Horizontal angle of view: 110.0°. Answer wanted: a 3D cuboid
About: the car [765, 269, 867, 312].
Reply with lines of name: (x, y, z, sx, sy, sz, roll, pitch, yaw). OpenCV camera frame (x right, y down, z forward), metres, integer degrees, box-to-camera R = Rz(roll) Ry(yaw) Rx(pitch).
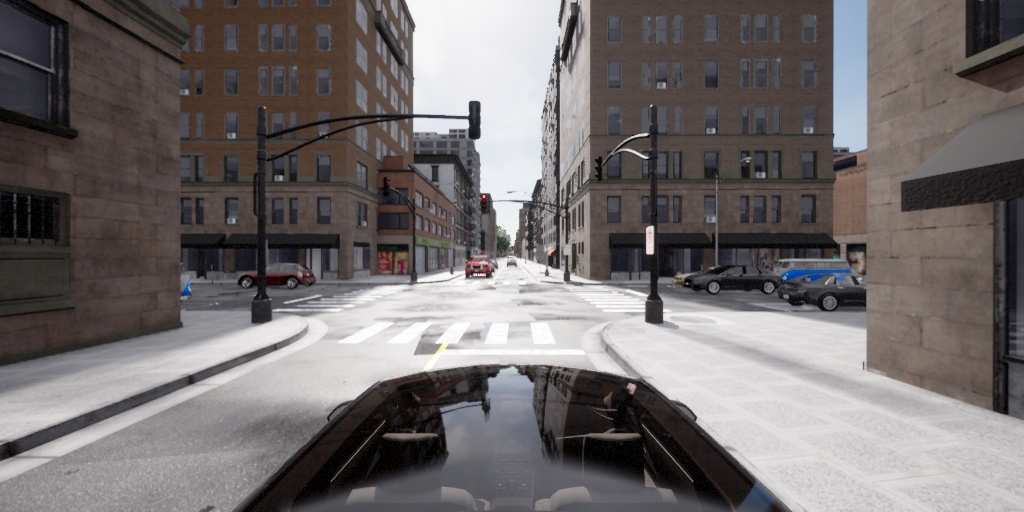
car: (12.516, 1.301, 13.490, 4.403, 1.370, 2.007, 0, 0, 1)

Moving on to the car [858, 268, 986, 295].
car: (21.955, 1.340, 19.352, 4.718, 1.301, 1.895, 0, 0, 1)

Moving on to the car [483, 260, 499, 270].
car: (-3.106, 1.272, 54.056, 1.994, 1.385, 4.181, 0, 0, 1)

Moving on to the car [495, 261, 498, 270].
car: (-3.117, 1.246, 44.062, 1.812, 1.442, 4.674, 0, 0, 0)

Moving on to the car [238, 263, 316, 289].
car: (-14.611, 1.166, 22.287, 4.097, 1.591, 1.967, 0, 0, 1)

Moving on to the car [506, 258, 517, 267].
car: (-0.026, 1.241, 63.766, 2.033, 1.411, 5.357, 0, 0, 0)

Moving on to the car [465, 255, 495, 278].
car: (-3.111, 0.952, 34.225, 2.150, 2.045, 5.566, 0, 0, 0)

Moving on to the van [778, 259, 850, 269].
van: (18.253, 1.074, 21.959, 3.998, 1.789, 1.690, 0, 0, 1)

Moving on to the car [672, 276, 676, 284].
car: (12.413, 1.258, 22.017, 4.829, 1.417, 1.751, 0, 0, 1)

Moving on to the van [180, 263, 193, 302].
van: (-14.678, 1.086, 13.761, 3.998, 1.789, 1.690, 0, 0, 1)

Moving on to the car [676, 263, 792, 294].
car: (11.921, 1.243, 19.465, 4.892, 1.490, 1.837, 0, 0, -1)
